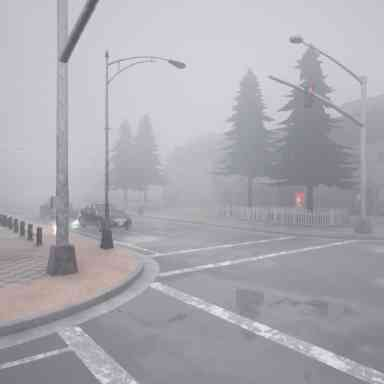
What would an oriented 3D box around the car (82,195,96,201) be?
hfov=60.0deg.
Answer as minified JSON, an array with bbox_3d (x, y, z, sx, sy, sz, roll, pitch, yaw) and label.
[{"bbox_3d":[-24.813,1.399,80.062,1.970,1.475,3.806,0,0,-37],"label":"car"}]

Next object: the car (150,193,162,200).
[{"bbox_3d":[-7.783,1.113,83.312,1.932,1.855,4.605,0,0,-37],"label":"car"}]

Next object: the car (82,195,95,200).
[{"bbox_3d":[-22.775,1.389,72.329,1.845,1.501,3.633,0,0,-37],"label":"car"}]

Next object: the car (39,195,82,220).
[{"bbox_3d":[-11.428,1.367,28.382,2.097,1.767,4.553,0,0,-38],"label":"car"}]

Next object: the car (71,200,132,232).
[{"bbox_3d":[-5.447,1.506,20.486,2.128,1.511,4.902,0,0,-37],"label":"car"}]
